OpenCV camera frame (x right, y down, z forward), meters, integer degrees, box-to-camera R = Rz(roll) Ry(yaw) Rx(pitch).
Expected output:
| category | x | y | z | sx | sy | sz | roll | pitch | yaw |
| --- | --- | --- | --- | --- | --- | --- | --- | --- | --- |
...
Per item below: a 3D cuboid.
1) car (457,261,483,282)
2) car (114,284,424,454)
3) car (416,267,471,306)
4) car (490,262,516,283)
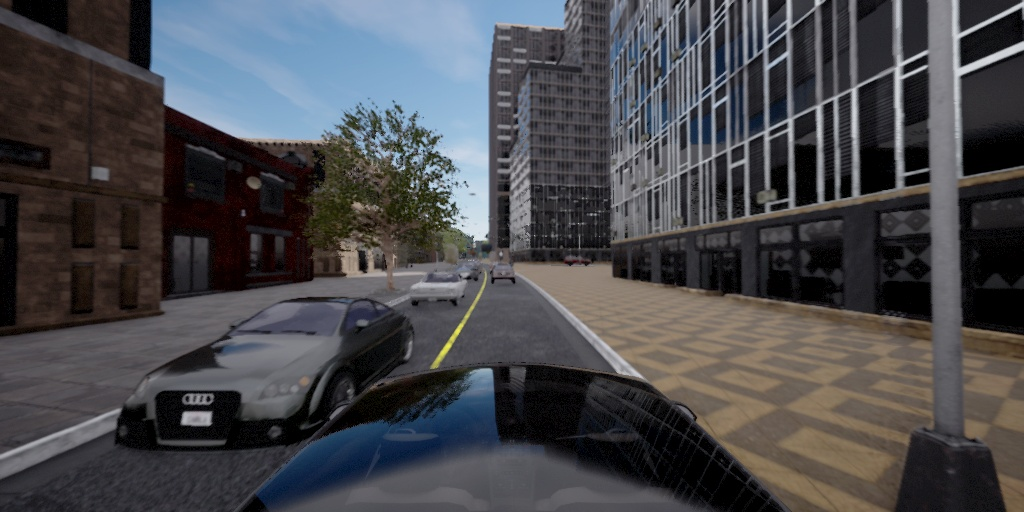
| category | x | y | z | sx | sy | sz | roll | pitch | yaw |
| --- | --- | --- | --- | --- | --- | --- | --- | --- | --- |
| car | -3.541 | 1.233 | 28.576 | 2.128 | 1.511 | 4.902 | 0 | 0 | -3 |
| car | -2.885 | 1.316 | 5.302 | 1.994 | 1.385 | 4.181 | 0 | 0 | 1 |
| car | -3.078 | 1.348 | 15.812 | 1.895 | 1.301 | 4.718 | 0 | 0 | -2 |
| car | -0.695 | 1.287 | 27.571 | 2.033 | 1.411 | 5.357 | 0 | 0 | -3 |
